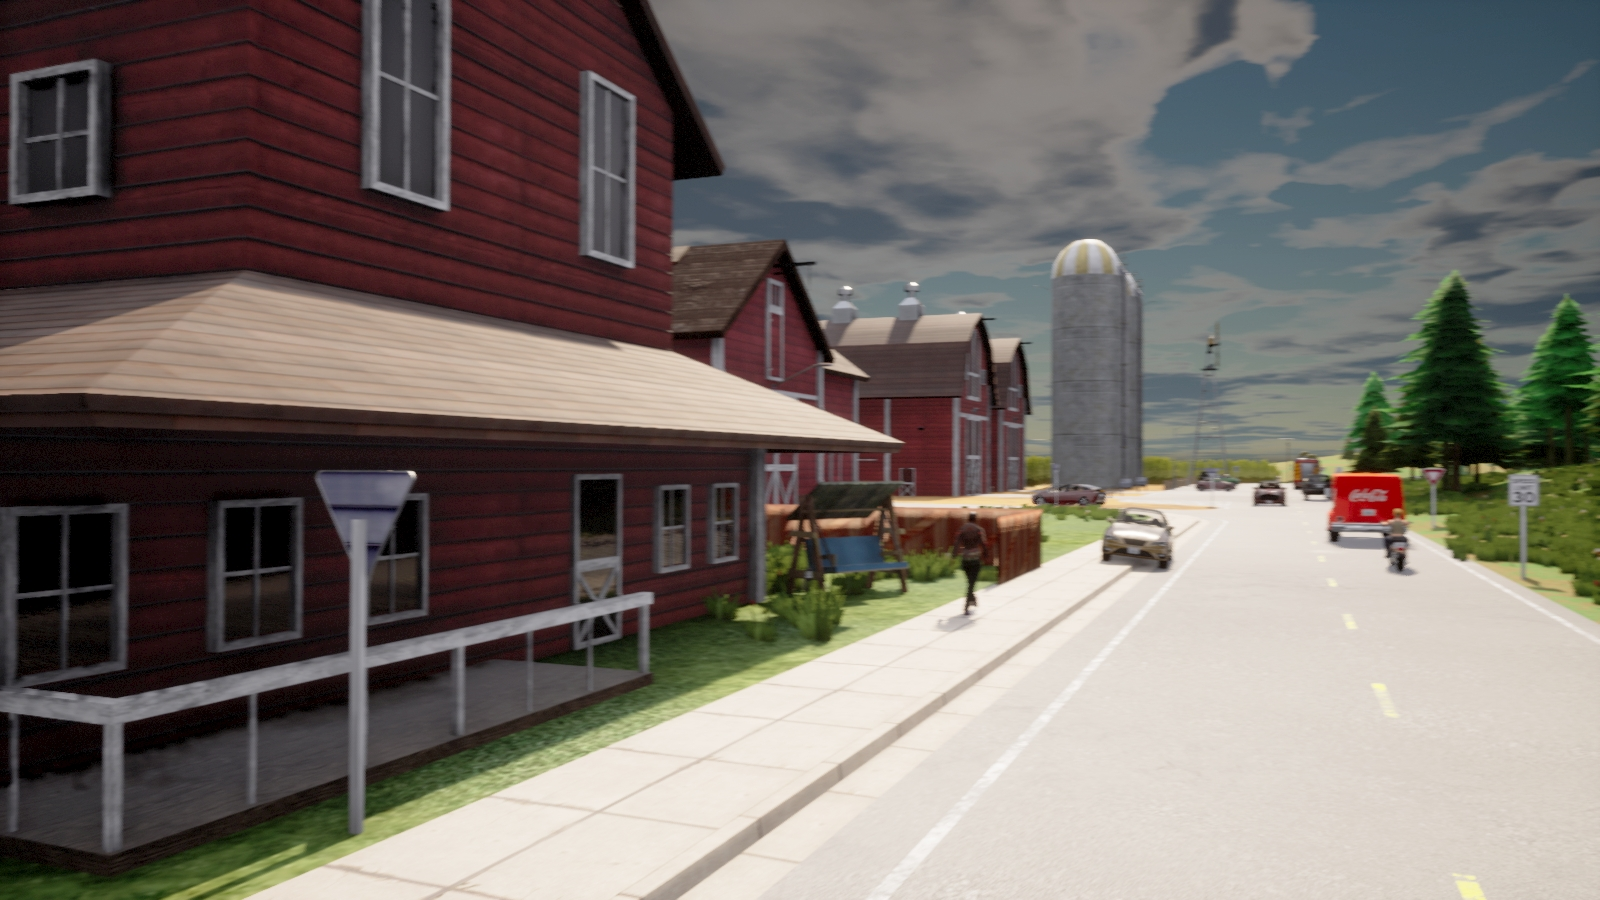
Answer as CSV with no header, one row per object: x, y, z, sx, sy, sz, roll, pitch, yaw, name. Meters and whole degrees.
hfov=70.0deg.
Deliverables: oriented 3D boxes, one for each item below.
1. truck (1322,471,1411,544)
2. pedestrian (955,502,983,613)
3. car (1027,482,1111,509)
20.956,2.031,42.472,2.627,2.467,5.204,0,0,23,truck
2.883,1.818,19.455,0.375,1.860,0.375,0,-1,25,pedestrian
16.281,2.721,69.291,4.514,1.525,2.007,-1,-1,39,car
